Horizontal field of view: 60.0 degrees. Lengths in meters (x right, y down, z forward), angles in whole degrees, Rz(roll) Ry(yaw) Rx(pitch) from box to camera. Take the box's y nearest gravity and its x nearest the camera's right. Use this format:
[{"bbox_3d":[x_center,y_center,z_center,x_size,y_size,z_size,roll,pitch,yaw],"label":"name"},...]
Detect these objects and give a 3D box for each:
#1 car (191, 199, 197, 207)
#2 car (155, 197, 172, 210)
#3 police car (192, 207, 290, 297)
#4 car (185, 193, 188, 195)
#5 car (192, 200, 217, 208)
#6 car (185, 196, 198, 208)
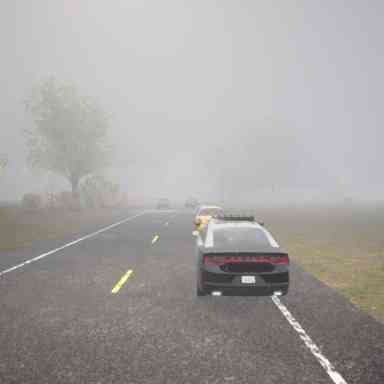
[{"bbox_3d":[1.043,1.515,24.654,1.812,1.442,4.674,0,0,0],"label":"car"},{"bbox_3d":[-3.612,1.469,42.888,1.837,1.490,4.892,0,0,0],"label":"car"},{"bbox_3d":[1.048,1.423,8.763,1.930,1.638,5.238,0,0,0],"label":"police car"},{"bbox_3d":[-0.005,1.438,60.280,1.837,1.490,4.892,0,0,0],"label":"car"},{"bbox_3d":[1.045,1.449,18.843,1.801,1.575,5.366,0,0,0],"label":"car"},{"bbox_3d":[0.021,1.522,46.613,1.994,1.385,4.181,0,0,1],"label":"car"}]
